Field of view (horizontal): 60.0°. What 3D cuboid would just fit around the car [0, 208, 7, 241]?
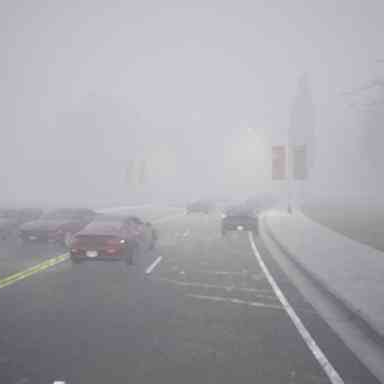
[{"bbox_3d":[-8.642,1.468,16.389,2.033,1.411,5.357,0,0,7],"label":"car"}]

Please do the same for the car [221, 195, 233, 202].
[{"bbox_3d":[5.050,1.171,53.412,1.895,1.301,4.718,0,0,22],"label":"car"}]

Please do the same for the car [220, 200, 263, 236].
[{"bbox_3d":[2.560,1.394,17.693,1.837,1.490,4.892,0,1,9],"label":"car"}]

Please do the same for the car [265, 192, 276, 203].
[{"bbox_3d":[12.644,0.833,55.051,2.097,1.767,4.553,0,0,22],"label":"car"}]

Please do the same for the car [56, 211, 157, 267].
[{"bbox_3d":[-2.452,1.468,11.179,1.812,1.442,4.674,0,0,5],"label":"car"}]

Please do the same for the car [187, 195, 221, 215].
[{"bbox_3d":[0.907,1.275,30.406,2.128,1.511,4.902,0,1,14],"label":"car"}]

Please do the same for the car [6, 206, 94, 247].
[{"bbox_3d":[-5.533,1.403,14.690,1.882,1.535,5.008,0,0,7],"label":"car"}]

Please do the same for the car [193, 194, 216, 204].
[{"bbox_3d":[2.186,1.137,54.986,2.033,1.411,5.357,0,0,22],"label":"car"}]

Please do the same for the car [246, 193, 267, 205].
[{"bbox_3d":[7.917,1.142,42.419,1.812,1.442,4.674,0,1,21],"label":"car"}]
